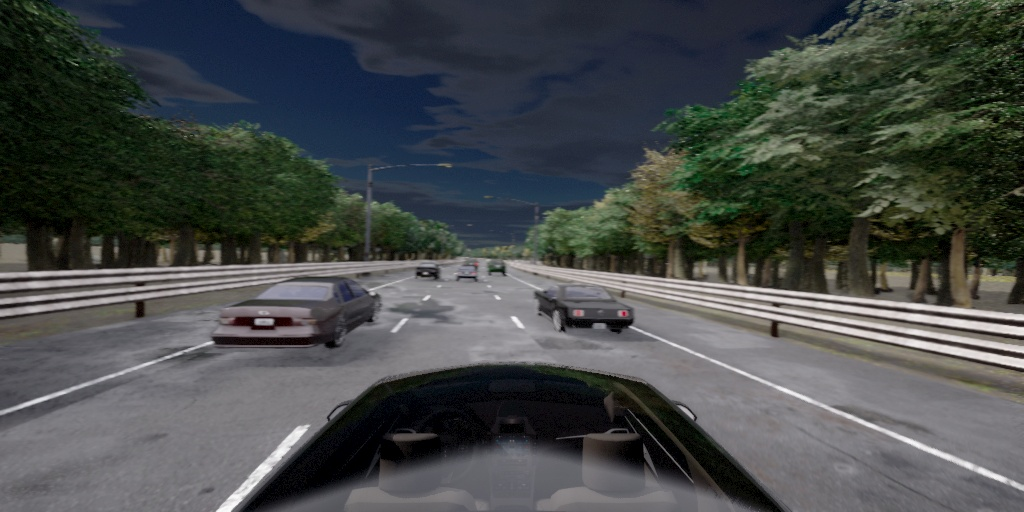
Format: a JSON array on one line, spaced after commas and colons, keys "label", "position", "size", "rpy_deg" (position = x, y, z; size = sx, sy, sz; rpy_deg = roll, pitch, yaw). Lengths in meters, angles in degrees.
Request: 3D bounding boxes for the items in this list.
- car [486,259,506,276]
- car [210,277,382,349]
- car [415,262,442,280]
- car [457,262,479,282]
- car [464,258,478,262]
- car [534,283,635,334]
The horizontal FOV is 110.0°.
[{"label": "car", "position": [-1.914, 1.434, 45.188], "size": [2.150, 2.045, 5.566], "rpy_deg": [2, -1, -6]}, {"label": "car", "position": [-4.648, 1.208, 8.733], "size": [2.033, 1.411, 5.357], "rpy_deg": [2, -1, -8]}, {"label": "car", "position": [-7.570, 1.333, 32.792], "size": [1.882, 1.535, 5.008], "rpy_deg": [2, -1, -6]}, {"label": "car", "position": [-4.043, 1.521, 32.558], "size": [2.033, 1.411, 5.357], "rpy_deg": [2, -1, -6]}, {"label": "car", "position": [-6.423, 1.423, 57.102], "size": [2.150, 2.045, 5.566], "rpy_deg": [2, -1, -5]}, {"label": "car", "position": [1.964, 1.518, 11.385], "size": [1.895, 1.301, 4.718], "rpy_deg": [2, -1, -7]}]
